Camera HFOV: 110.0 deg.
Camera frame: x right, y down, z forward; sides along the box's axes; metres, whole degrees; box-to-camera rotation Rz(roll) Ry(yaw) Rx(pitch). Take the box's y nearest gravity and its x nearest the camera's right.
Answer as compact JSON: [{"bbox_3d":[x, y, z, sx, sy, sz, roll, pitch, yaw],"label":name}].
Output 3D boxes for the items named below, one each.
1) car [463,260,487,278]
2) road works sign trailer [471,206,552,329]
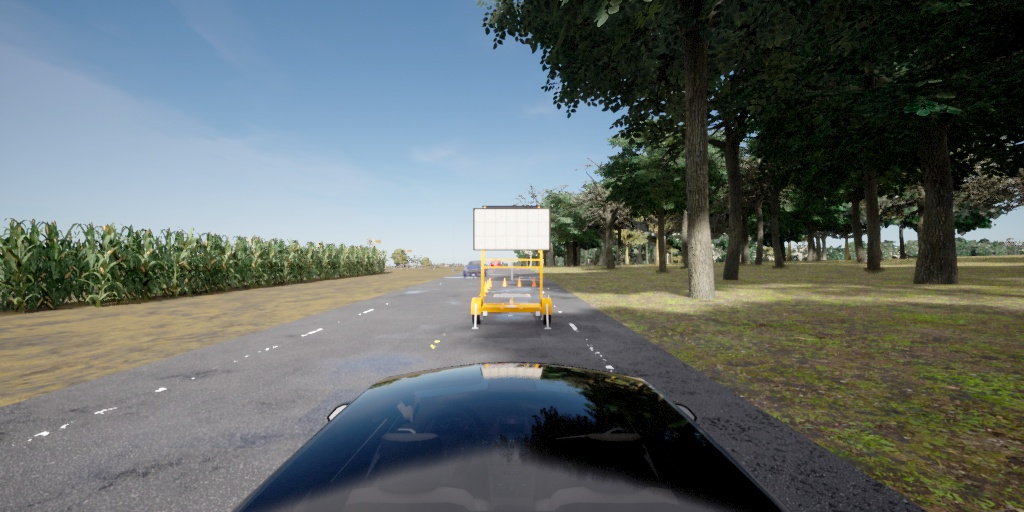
[{"bbox_3d":[-3.612,1.220,35.644,2.097,1.767,4.553,0,0,0],"label":"car"},{"bbox_3d":[-0.002,0.230,11.294,2.380,3.560,2.880,0,0,1],"label":"road works sign trailer"}]
